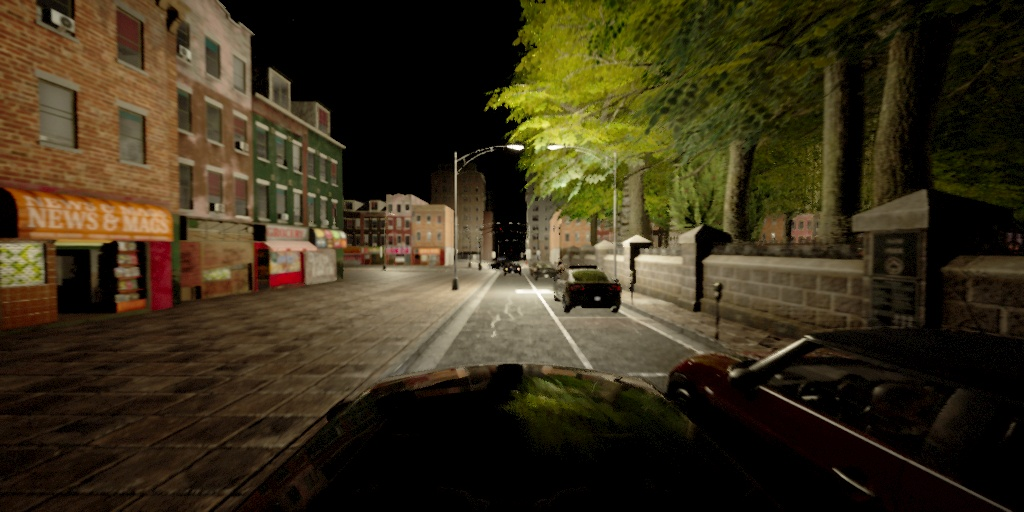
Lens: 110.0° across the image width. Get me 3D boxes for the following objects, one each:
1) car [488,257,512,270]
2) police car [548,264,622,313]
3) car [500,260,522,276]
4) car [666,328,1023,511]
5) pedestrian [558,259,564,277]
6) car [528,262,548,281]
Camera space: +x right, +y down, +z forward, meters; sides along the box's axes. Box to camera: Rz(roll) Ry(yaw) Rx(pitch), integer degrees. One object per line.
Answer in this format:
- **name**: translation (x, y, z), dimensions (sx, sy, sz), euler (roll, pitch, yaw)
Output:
- **car**: translation (-1.460, 1.271, 48.900), dimensions (1.837, 1.490, 4.892), euler (1, 0, -33)
- **police car**: translation (2.748, 1.155, 14.122), dimensions (1.930, 1.638, 5.238), euler (0, 0, 0)
- **car**: translation (0.073, 1.325, 37.511), dimensions (1.895, 1.301, 4.718), euler (0, 0, 0)
- **car**: translation (2.637, 1.189, 2.320), dimensions (1.967, 1.591, 4.097), euler (0, 0, 0)
- **pedestrian**: translation (2.342, 1.020, 17.113), dimensions (0.375, 1.860, 0.375), euler (-1, 1, 0)
- **car**: translation (2.633, 1.272, 29.570), dimensions (2.007, 1.370, 4.403), euler (0, 0, 0)
